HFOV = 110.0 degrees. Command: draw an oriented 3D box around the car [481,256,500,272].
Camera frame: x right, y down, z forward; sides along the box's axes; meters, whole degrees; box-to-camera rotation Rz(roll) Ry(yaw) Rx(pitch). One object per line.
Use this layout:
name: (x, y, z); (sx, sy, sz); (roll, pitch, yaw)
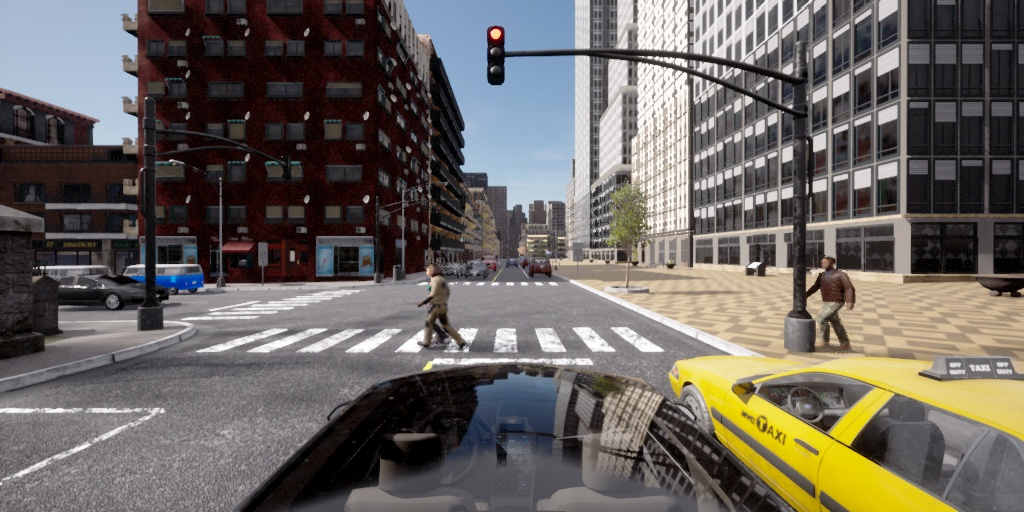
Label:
car: (-3.083, 0.991, 46.751); (2.150, 2.045, 5.566); (0, 0, -1)

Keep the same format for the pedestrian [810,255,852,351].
pedestrian: (6.095, 0.891, 6.864); (0.375, 1.860, 0.375); (0, 0, 0)

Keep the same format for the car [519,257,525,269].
car: (2.691, 1.096, 56.702); (2.192, 1.841, 5.009); (0, 0, 0)

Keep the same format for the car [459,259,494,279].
car: (-3.095, 1.248, 32.198); (2.128, 1.511, 4.902); (0, 0, 0)

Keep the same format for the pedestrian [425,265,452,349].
pedestrian: (-1.544, 1.053, 7.561); (0.375, 1.860, 0.375); (0, 0, 0)

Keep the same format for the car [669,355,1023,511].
car: (2.689, 1.275, 2.354); (1.751, 1.417, 4.829); (0, 0, 0)

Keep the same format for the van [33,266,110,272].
van: (-26.305, 1.480, 21.307); (3.998, 1.789, 1.690); (0, 0, -1)

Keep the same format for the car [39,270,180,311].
car: (-17.866, 1.527, 15.591); (4.892, 1.490, 1.837); (-1, 0, -1)

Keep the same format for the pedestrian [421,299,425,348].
pedestrian: (-1.765, 1.058, 8.112); (0.375, 1.860, 0.375); (0, 0, 0)

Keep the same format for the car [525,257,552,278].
car: (2.690, 1.072, 34.597); (2.192, 1.841, 5.009); (0, 0, 0)

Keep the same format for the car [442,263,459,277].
car: (-5.690, 1.308, 34.597); (2.007, 1.370, 4.403); (0, 0, 0)

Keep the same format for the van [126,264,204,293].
van: (-20.767, 1.390, 21.357); (3.998, 1.789, 1.690); (0, 0, -1)

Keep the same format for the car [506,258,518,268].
car: (0.001, 1.144, 63.760); (2.097, 1.767, 4.553); (0, 0, 0)
